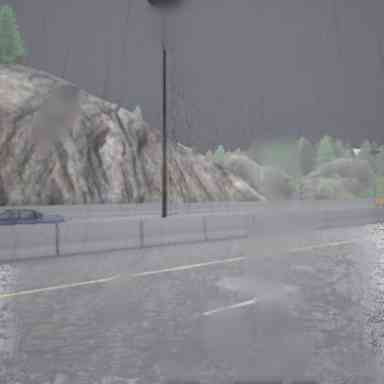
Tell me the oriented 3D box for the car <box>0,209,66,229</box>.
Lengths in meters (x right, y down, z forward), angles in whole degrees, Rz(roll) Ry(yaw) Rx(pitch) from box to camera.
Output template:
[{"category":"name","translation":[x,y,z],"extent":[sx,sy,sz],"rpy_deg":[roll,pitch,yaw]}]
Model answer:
[{"category":"car","translation":[-9.869,1.659,18.456],"extent":[5.357,1.411,2.033],"rpy_deg":[0,0,-36]}]
